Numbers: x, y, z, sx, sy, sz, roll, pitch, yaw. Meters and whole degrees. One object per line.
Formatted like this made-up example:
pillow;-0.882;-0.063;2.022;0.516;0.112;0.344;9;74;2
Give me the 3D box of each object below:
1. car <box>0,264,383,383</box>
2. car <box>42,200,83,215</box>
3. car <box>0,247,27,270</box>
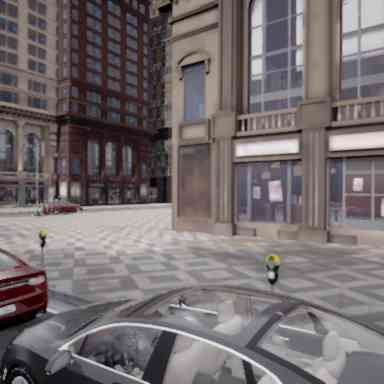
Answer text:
car;-0.011;1.565;2.959;4.403;1.369;2.008;-1;1;36
car;-15.457;1.757;40.060;2.097;1.767;4.553;0;0;35
car;-4.507;1.607;6.170;4.507;1.381;1.887;-1;1;36
